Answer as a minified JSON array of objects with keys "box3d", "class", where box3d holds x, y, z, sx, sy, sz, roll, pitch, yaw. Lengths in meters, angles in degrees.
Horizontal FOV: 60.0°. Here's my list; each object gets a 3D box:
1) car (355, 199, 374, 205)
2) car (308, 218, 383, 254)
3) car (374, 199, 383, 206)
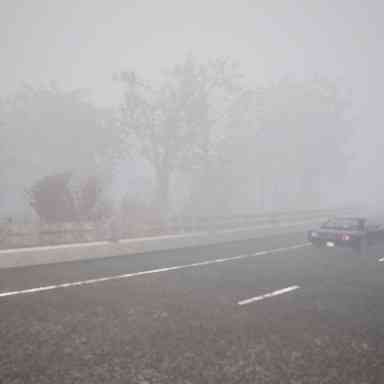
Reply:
[{"box3d":[39.471,2.365,77.303,2.033,1.411,5.357,0,0,5],"class":"car"},{"box3d":[6.975,1.757,14.365,4.718,1.301,1.895,1,-1,-43],"class":"car"},{"box3d":[42.938,2.345,76.827,1.837,1.490,4.892,0,0,5],"class":"car"}]
